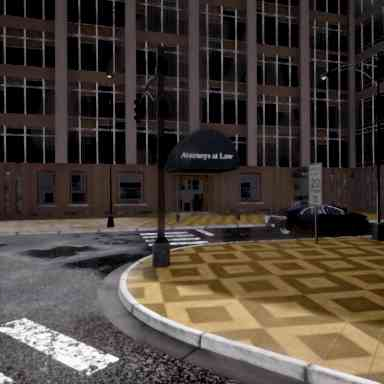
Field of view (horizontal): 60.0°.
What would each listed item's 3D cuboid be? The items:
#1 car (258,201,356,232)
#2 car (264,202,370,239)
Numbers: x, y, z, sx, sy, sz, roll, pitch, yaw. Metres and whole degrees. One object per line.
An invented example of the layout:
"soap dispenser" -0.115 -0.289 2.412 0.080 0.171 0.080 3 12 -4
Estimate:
"car" 6.480 1.314 18.925 4.902 1.511 2.128 0 0 -14
"car" 6.082 1.309 15.891 4.902 1.511 2.128 0 0 -14
